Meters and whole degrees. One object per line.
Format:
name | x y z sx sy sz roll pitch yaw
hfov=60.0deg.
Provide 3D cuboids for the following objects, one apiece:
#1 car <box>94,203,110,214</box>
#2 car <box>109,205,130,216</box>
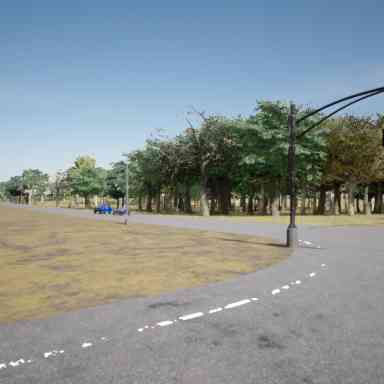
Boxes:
car | -17.590 3.259 65.381 2.150 2.045 5.566 1 -2 -33
car | -12.093 3.272 56.974 1.812 1.442 4.674 1 -2 -33
